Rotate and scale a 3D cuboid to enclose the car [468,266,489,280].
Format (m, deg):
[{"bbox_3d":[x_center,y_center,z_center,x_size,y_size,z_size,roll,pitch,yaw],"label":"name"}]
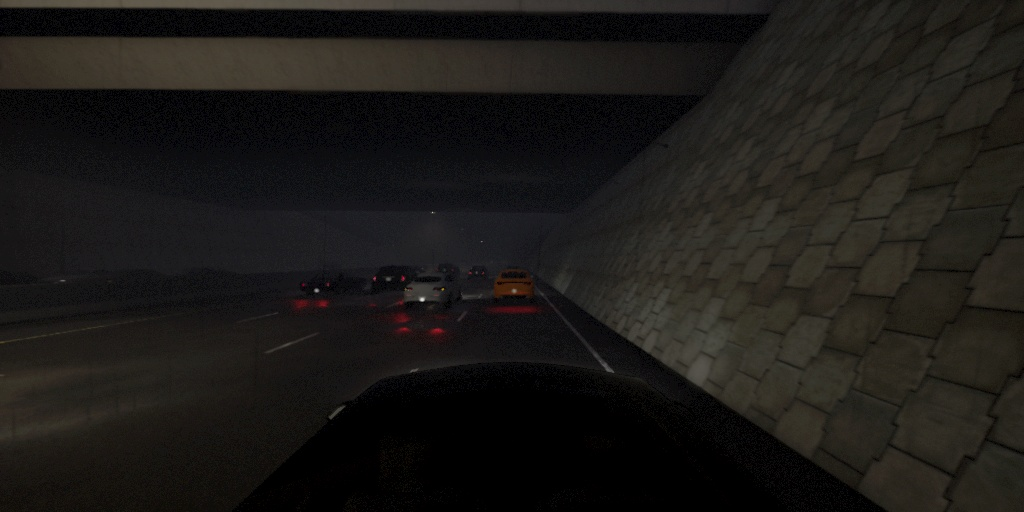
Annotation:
[{"bbox_3d":[-3.401,1.702,36.953,2.033,1.411,5.357,0,-1,0],"label":"car"}]

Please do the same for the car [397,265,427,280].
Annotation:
[{"bbox_3d":[-10.403,1.728,37.761,1.994,1.385,4.181,0,-1,0],"label":"car"}]

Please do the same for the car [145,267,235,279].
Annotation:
[{"bbox_3d":[-21.097,1.499,24.229,2.128,1.511,4.902,0,-1,0],"label":"car"}]

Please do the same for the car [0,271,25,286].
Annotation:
[{"bbox_3d":[-31.597,1.581,21.780,1.895,1.301,4.718,0,-1,0],"label":"car"}]

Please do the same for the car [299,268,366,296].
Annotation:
[{"bbox_3d":[-10.398,1.576,21.307,1.895,1.301,4.718,0,-1,0],"label":"car"}]

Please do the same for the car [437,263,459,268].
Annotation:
[{"bbox_3d":[-6.904,1.527,38.825,2.097,1.767,4.553,0,-1,0],"label":"car"}]

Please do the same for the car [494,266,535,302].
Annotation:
[{"bbox_3d":[0.102,1.418,18.273,1.882,1.535,5.008,0,-1,0],"label":"car"}]

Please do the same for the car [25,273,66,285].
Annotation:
[{"bbox_3d":[-28.097,1.529,23.814,1.812,1.442,4.674,0,-1,0],"label":"car"}]

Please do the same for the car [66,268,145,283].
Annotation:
[{"bbox_3d":[-24.597,1.519,22.978,1.812,1.442,4.674,0,-1,0],"label":"car"}]

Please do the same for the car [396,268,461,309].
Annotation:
[{"bbox_3d":[-3.412,1.439,15.913,1.812,1.442,4.674,0,-1,0],"label":"car"}]

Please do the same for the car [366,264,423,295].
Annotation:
[{"bbox_3d":[-6.897,1.337,22.124,2.097,1.767,4.553,0,-1,0],"label":"car"}]
